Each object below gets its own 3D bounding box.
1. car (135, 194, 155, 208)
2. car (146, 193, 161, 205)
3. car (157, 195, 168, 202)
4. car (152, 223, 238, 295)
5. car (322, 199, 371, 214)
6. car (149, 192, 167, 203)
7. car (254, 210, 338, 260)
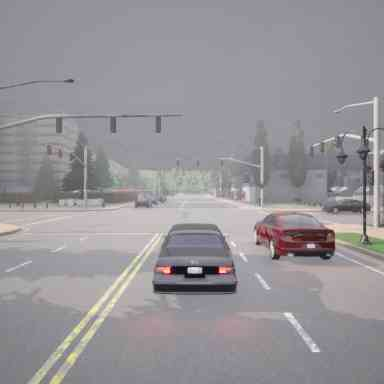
[{"bbox_3d":[-6.981,1.477,48.096,1.882,1.535,5.008,0,0,0],"label":"car"},{"bbox_3d":[-6.947,1.477,57.672,1.882,1.535,5.008,0,0,0],"label":"car"},{"bbox_3d":[-6.842,1.540,78.186,2.033,1.411,5.357,0,0,0],"label":"car"},{"bbox_3d":[0.078,1.547,8.887,2.033,1.411,5.357,0,0,1],"label":"car"},{"bbox_3d":[16.256,1.505,35.146,4.892,1.490,1.837,0,0,-1],"label":"car"},{"bbox_3d":[-6.875,1.221,67.571,2.150,2.045,5.566,0,0,0],"label":"car"},{"bbox_3d":[3.605,1.478,12.507,1.882,1.535,5.008,0,0,0],"label":"car"}]
